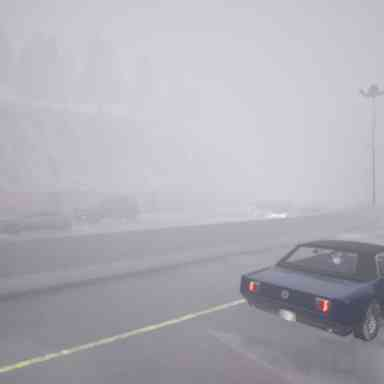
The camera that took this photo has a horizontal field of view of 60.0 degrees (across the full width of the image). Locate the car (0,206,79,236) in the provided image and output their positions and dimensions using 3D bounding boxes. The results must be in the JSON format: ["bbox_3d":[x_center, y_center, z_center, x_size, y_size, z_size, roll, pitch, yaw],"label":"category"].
[{"bbox_3d":[-9.171,1.677,19.329,4.181,1.385,1.994,0,0,-40],"label":"car"}]

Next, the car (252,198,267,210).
[{"bbox_3d":[10.241,1.708,45.977,1.882,1.535,5.008,0,-1,27],"label":"car"}]

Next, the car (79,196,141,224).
[{"bbox_3d":[-6.671,1.369,26.310,2.150,2.045,5.566,0,0,43],"label":"car"}]

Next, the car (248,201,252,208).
[{"bbox_3d":[10.718,1.801,54.551,1.812,1.442,4.674,0,0,28],"label":"car"}]

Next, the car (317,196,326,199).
[{"bbox_3d":[29.540,1.712,75.819,1.812,1.442,4.674,0,0,27],"label":"car"}]

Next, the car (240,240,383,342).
[{"bbox_3d":[3.171,1.633,6.604,4.718,1.301,1.895,0,0,-41],"label":"car"}]

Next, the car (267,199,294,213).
[{"bbox_3d":[10.897,1.690,39.616,2.128,1.511,4.902,0,-1,27],"label":"car"}]

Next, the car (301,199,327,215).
[{"bbox_3d":[13.445,1.781,36.937,1.895,1.301,4.718,0,0,28],"label":"car"}]

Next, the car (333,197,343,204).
[{"bbox_3d":[32.092,1.810,73.121,1.837,1.490,4.892,0,0,27],"label":"car"}]
